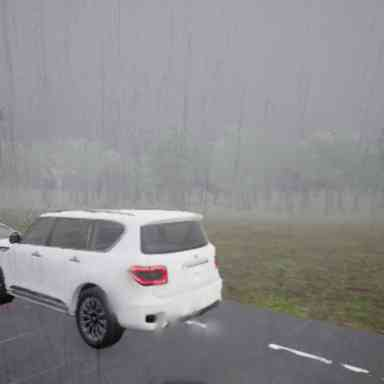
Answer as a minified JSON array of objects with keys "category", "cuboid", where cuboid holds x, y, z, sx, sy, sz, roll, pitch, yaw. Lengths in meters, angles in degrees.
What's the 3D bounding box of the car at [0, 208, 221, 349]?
[{"category":"car","cuboid":[-2.078,1.348,6.724,5.566,2.045,2.150,-1,-1,37]}]
